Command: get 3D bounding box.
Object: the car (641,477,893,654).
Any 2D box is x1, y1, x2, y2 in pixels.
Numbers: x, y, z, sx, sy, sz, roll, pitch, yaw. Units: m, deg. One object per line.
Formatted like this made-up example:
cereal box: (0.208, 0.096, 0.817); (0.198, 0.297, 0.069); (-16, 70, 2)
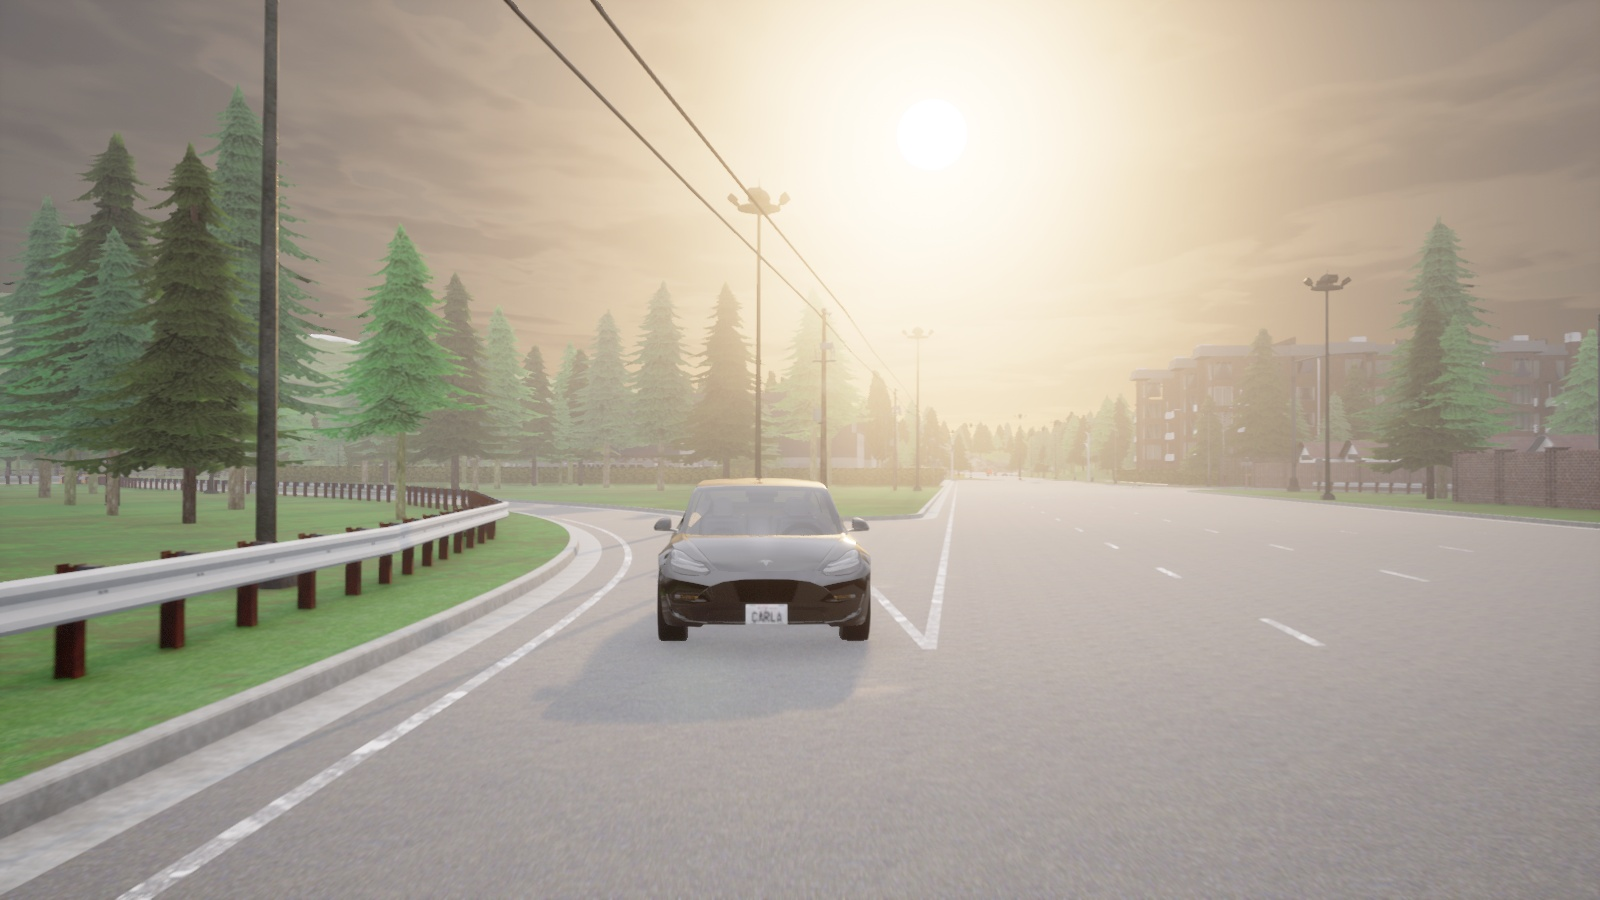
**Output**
car: (-0.409, 1.038, 13.204); (2.163, 1.488, 4.792); (0, -1, -3)
